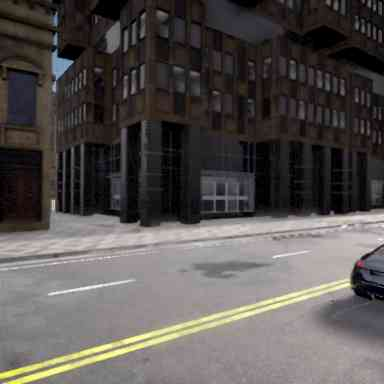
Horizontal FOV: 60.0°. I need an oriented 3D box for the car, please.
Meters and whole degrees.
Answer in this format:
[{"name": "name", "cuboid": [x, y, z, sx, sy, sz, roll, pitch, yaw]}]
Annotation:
[{"name": "car", "cuboid": [5.338, 1.580, 7.271, 4.181, 1.385, 1.994, 0, 0, -35]}]
